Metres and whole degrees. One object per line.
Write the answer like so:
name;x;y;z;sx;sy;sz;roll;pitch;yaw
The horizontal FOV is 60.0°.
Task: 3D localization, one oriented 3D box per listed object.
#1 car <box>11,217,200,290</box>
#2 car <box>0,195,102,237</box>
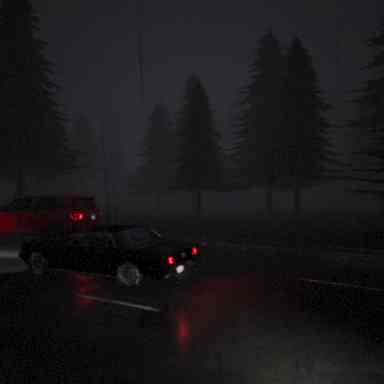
car;-2.277;1.541;8.839;4.718;1.301;1.895;0;0;25
car;-6.635;1.135;14.510;5.566;2.045;2.150;0;0;17
